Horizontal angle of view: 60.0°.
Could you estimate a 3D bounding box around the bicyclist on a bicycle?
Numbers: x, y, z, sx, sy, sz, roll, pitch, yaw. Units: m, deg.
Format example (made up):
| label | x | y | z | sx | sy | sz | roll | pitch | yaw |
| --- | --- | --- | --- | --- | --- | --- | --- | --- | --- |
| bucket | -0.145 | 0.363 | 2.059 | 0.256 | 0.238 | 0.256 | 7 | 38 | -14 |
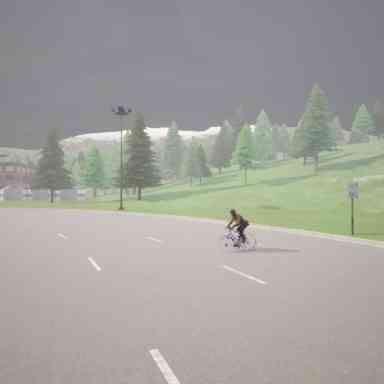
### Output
| label | x | y | z | sx | sy | sz | roll | pitch | yaw |
| --- | --- | --- | --- | --- | --- | --- | --- | --- | --- |
| bicyclist on a bicycle | 1.676 | 1.455 | 12.353 | 1.656 | 1.620 | 0.582 | -2 | 1 | -25 |
